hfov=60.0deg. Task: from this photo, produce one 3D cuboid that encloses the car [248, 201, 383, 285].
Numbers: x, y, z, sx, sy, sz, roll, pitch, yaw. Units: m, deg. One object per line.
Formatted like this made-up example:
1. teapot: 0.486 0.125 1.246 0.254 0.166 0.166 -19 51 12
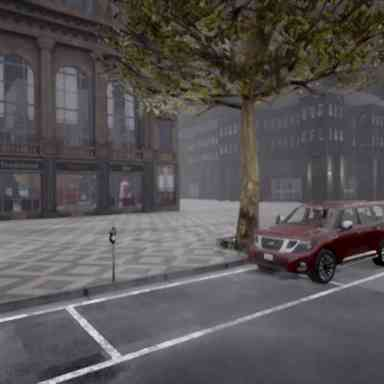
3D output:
1. car: 3.872 1.206 9.415 5.009 1.841 2.192 -1 0 -36
